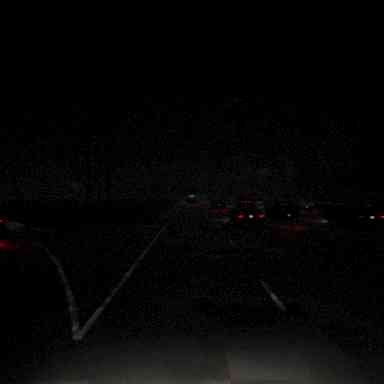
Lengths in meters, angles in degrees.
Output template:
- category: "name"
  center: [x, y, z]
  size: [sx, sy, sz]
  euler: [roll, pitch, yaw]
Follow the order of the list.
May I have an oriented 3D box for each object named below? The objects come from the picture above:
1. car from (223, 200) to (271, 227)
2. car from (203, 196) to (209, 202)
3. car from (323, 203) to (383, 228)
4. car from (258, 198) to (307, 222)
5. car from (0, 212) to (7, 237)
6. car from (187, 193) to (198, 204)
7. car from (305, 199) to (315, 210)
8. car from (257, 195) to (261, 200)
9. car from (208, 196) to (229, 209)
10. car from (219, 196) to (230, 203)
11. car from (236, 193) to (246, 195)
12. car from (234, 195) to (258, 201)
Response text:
- category: "car"
  center: [3.601, 1.542, 22.753]
  size: [2.033, 1.411, 5.357]
  euler: [0, 0, 0]
- category: "car"
  center: [3.506, 1.504, 72.681]
  size: [2.128, 1.511, 4.902]
  euler: [0, 0, 0]
- category: "car"
  center: [10.602, 1.542, 22.069]
  size: [2.033, 1.411, 5.357]
  euler: [0, 0, 0]
- category: "car"
  center: [7.102, 1.485, 26.664]
  size: [2.128, 1.511, 4.902]
  euler: [0, 0, 0]
- category: "car"
  center: [-10.880, 1.504, 17.159]
  size: [1.837, 1.490, 4.892]
  euler: [1, 0, -38]
- category: "car"
  center: [0.005, 1.474, 61.848]
  size: [2.128, 1.511, 4.902]
  euler: [0, 0, 0]
- category: "car"
  center: [14.104, 1.588, 42.957]
  size: [1.895, 1.301, 4.718]
  euler: [0, 0, 0]
- category: "car"
  center: [14.006, 1.478, 72.264]
  size: [1.837, 1.490, 4.892]
  euler: [0, 0, 0]
- category: "car"
  center: [3.604, 1.513, 45.956]
  size: [1.812, 1.442, 4.674]
  euler: [0, 0, 0]
- category: "car"
  center: [7.006, 1.531, 72.264]
  size: [1.994, 1.385, 4.181]
  euler: [0, 0, 0]
- category: "car"
  center: [10.506, 1.203, 72.294]
  size: [2.150, 2.045, 5.566]
  euler: [0, 0, 0]
- category: "car"
  center: [7.104, 1.479, 45.042]
  size: [2.128, 1.511, 4.902]
  euler: [0, 0, 0]
